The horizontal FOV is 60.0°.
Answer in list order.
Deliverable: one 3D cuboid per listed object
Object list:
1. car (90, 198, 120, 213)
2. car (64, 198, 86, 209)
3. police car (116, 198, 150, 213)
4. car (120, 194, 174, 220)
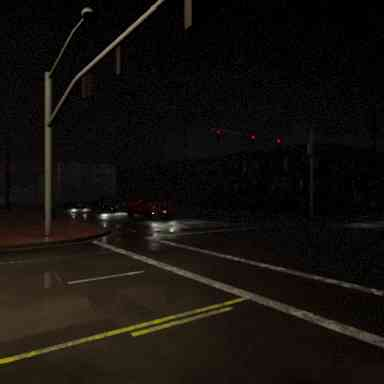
[{"bbox_3d":[-9.850,1.498,37.011,1.837,1.490,4.892,0,0,-36],"label":"car"},{"bbox_3d":[-16.056,1.519,45.672,1.812,1.442,4.674,0,0,-36],"label":"car"},{"bbox_3d":[-7.089,1.495,39.342,2.038,1.542,4.974,0,0,-36],"label":"police car"},{"bbox_3d":[-3.762,1.215,28.535,2.150,2.045,5.566,0,0,-36],"label":"car"}]
